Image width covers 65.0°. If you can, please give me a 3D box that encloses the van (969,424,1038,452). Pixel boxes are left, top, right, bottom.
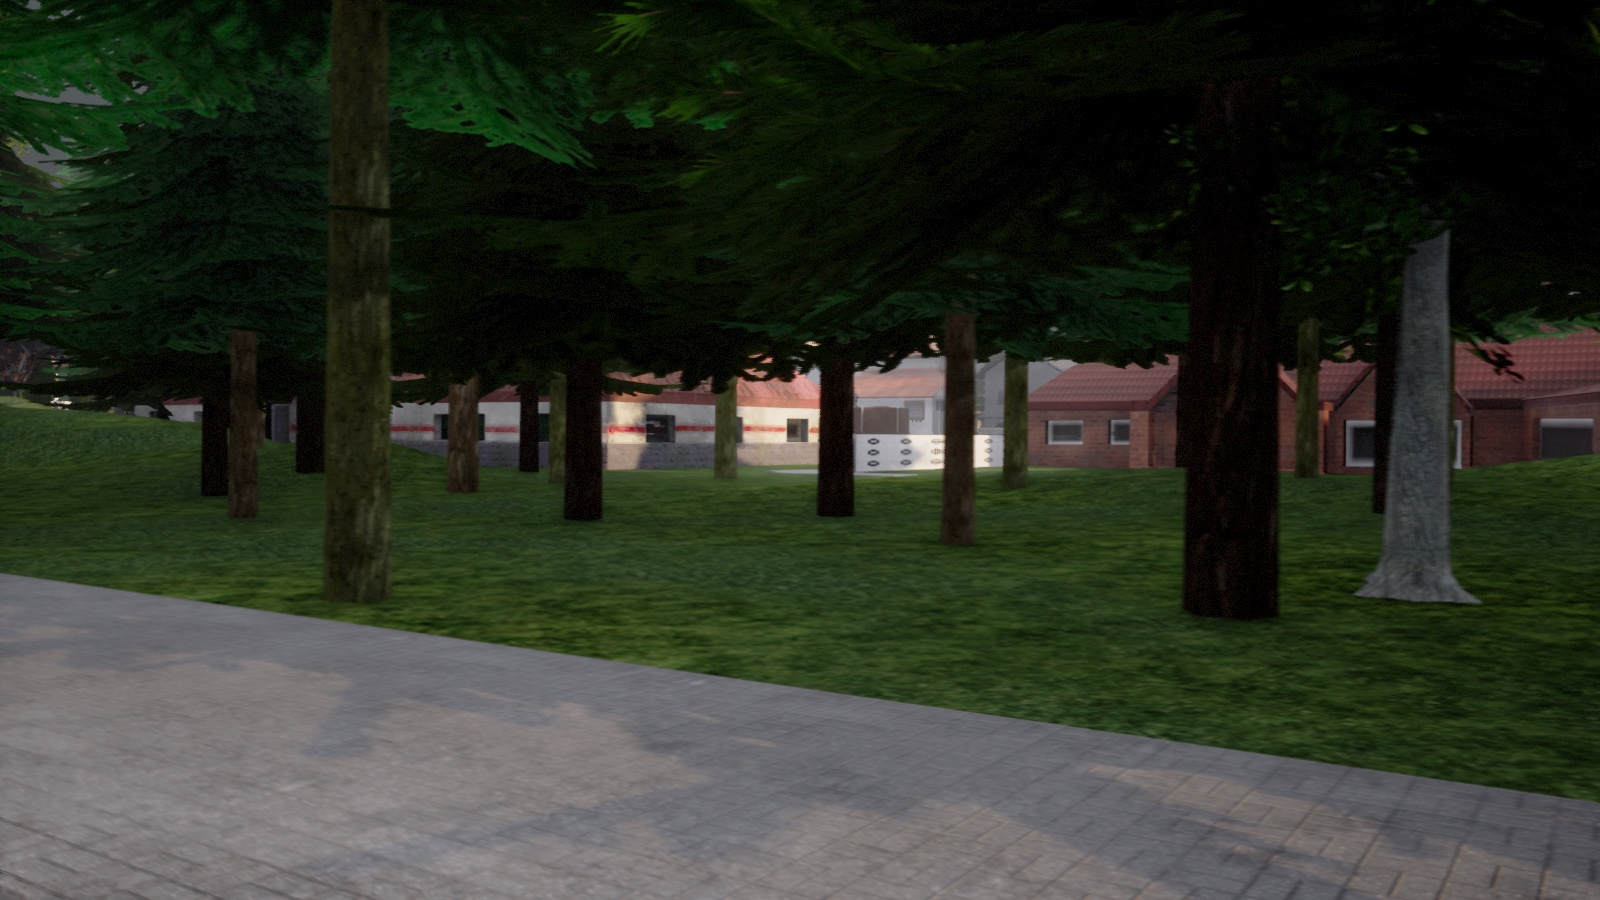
[{"bbox_3d":[14.362,-0.841,88.551,4.442,1.987,1.775,0,1,33],"label":"van"}]
